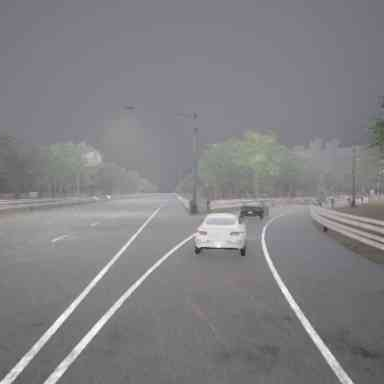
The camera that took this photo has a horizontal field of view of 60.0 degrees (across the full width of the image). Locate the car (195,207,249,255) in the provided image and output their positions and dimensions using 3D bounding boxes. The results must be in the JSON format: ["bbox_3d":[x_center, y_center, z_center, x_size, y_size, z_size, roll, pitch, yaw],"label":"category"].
[{"bbox_3d":[1.258,1.540,13.379,1.812,1.442,4.674,0,0,9],"label":"car"}]

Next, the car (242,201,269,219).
[{"bbox_3d":[5.651,1.538,29.505,1.882,1.535,5.008,0,0,21],"label":"car"}]

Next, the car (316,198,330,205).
[{"bbox_3d":[22.868,1.701,57.509,1.895,1.301,4.718,0,0,40],"label":"car"}]
